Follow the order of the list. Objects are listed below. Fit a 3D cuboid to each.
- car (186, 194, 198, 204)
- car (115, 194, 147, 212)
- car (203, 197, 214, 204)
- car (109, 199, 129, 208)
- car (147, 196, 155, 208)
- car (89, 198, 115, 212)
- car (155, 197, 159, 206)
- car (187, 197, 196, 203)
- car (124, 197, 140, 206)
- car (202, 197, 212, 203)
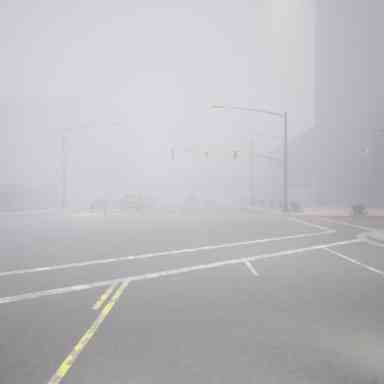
[{"bbox_3d":[-0.033,1.458,67.619,2.150,2.045,5.566,0,-1,0],"label":"car"},{"bbox_3d":[-7.089,1.207,39.499,2.150,2.045,5.566,0,0,0],"label":"car"},{"bbox_3d":[3.467,1.766,68.004,1.812,1.442,4.674,0,-1,0],"label":"car"},{"bbox_3d":[-10.586,1.650,48.398,1.895,1.301,4.718,0,-1,0],"label":"car"},{"bbox_3d":[-7.082,1.408,49.139,2.097,1.767,4.553,0,-1,-1],"label":"car"},{"bbox_3d":[-10.587,1.472,39.125,2.128,1.511,4.902,0,0,0],"label":"car"},{"bbox_3d":[-7.082,1.632,59.180,1.882,1.535,5.008,0,-1,0],"label":"car"},{"bbox_3d":[-0.038,1.822,78.005,1.994,1.385,4.181,0,-1,0],"label":"car"},{"bbox_3d":[-10.580,1.625,58.542,1.882,1.535,5.008,0,-1,0],"label":"car"},{"bbox_3d":[3.462,1.809,78.006,2.033,1.411,5.357,0,-1,0],"label":"car"}]
